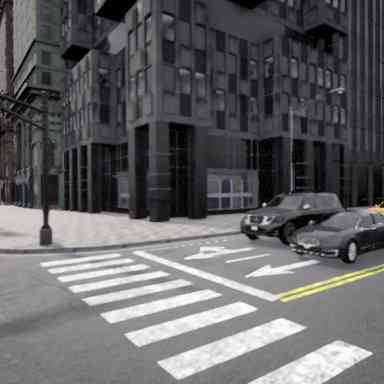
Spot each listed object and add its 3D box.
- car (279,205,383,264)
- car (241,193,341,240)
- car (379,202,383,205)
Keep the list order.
[{"bbox_3d":[5.437,1.383,11.533,4.892,1.490,1.837,-1,1,-37],"label":"car"},{"bbox_3d":[4.701,1.073,15.044,5.566,2.045,2.150,-1,1,-37],"label":"car"},{"bbox_3d":[12.839,1.222,20.843,5.008,1.535,1.882,-1,1,-36],"label":"car"}]
